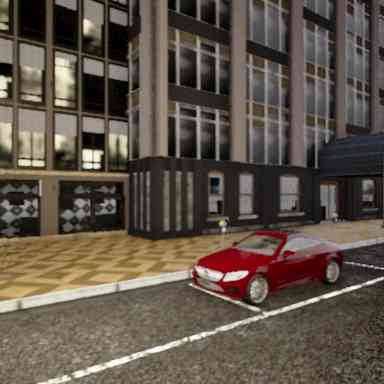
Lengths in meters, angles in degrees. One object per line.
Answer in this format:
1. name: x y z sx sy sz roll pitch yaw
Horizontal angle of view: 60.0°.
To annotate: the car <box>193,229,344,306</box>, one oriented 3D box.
1. car: 1.979 1.582 7.974 4.206 1.307 1.802 0 0 -36
